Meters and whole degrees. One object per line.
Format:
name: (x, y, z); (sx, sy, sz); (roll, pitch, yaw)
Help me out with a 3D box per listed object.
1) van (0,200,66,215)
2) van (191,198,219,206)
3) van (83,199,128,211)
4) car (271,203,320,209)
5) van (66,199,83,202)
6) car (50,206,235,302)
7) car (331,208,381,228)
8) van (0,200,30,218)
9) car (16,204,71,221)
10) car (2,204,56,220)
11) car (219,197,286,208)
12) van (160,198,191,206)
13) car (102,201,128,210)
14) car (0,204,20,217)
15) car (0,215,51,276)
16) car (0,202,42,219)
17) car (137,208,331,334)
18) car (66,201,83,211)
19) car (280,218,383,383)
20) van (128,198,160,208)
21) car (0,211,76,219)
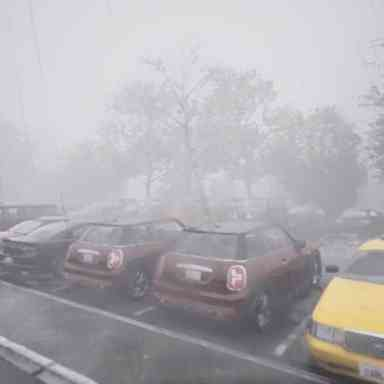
van: (-7.825, 1.419, 13.677); (1.878, 1.987, 4.442); (-1, 0, 36)
van: (2.192, 1.388, 22.880); (1.878, 1.987, 4.442); (-1, 0, 36)
van: (-6.838, 1.571, 29.056); (1.878, 1.987, 4.442); (-2, -1, 36)
car: (6.730, 1.556, 19.481); (2.097, 1.535, 5.008); (-1, 0, 36)
van: (-11.205, 1.717, 32.469); (1.878, 1.987, 4.442); (-2, -1, 36)
car: (-1.002, 1.434, 8.899); (2.185, 1.767, 4.553); (-1, 0, 36)
car: (8.985, 1.568, 17.871); (2.002, 1.452, 4.674); (-1, 0, 36)
van: (-22.464, 2.080, 40.529); (1.878, 1.987, 4.442); (-2, -1, 36)
car: (-15.774, 2.088, 35.590); (2.097, 1.535, 5.008); (-2, -1, 36)
car: (-18.128, 2.164, 37.275); (2.097, 1.535, 5.008); (-2, -1, 36)
car: (4.361, 1.335, 21.149); (2.435, 2.045, 5.566); (-1, 0, 36)
van: (0.041, 1.415, 24.419); (1.878, 1.987, 4.442); (-1, 0, 36)
car: (-4.510, 1.724, 27.540); (2.097, 1.535, 5.008); (-2, -1, 36)
car: (-24.783, 2.380, 42.037); (2.231, 1.521, 4.892); (-2, -1, 36)
car: (-3.243, 1.588, 10.535); (2.097, 1.535, 5.008); (-1, 0, 36)
car: (-20.297, 2.108, 38.795); (2.185, 1.767, 4.553); (-2, -1, 36)
car: (1.255, 1.406, 7.283); (2.185, 1.767, 4.553); (-1, 0, 36)
car: (-9.123, 1.867, 30.608); (1.946, 1.575, 5.366); (-2, -1, 36)
car: (3.424, 1.500, 5.541); (1.946, 1.575, 5.366); (-1, 0, 36)
van: (-2.455, 1.445, 25.919); (1.878, 1.987, 4.442); (-1, -1, 36)
car: (-5.496, 1.656, 12.157); (2.002, 1.452, 4.674); (-1, 0, 36)
